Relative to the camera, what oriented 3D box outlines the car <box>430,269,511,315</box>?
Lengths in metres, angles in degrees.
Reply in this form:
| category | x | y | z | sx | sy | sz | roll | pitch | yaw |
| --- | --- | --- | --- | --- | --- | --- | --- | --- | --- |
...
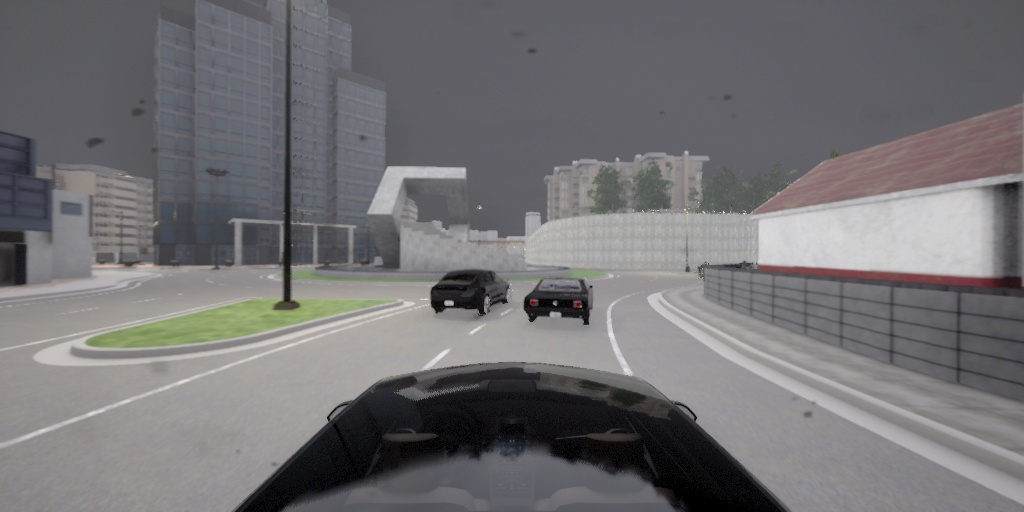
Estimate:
| category | x | y | z | sx | sy | sz | roll | pitch | yaw |
| --- | --- | --- | --- | --- | --- | --- | --- | --- | --- |
| car | -1.374 | 1.236 | 13.594 | 1.837 | 1.490 | 4.892 | 0 | 0 | 14 |

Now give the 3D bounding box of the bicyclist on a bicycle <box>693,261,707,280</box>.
| category | x | y | z | sx | sy | sz | roll | pitch | yaw |
| --- | --- | --- | --- | --- | --- | --- | --- | --- | --- |
| bicyclist on a bicycle | 16.738 | 1.274 | 31.377 | 1.656 | 1.620 | 0.582 | 1 | 0 | 5 |

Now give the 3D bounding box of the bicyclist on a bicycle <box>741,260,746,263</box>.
| category | x | y | z | sx | sy | sz | roll | pitch | yaw |
| --- | --- | --- | --- | --- | --- | --- | --- | --- | --- |
| bicyclist on a bicycle | 17.956 | 1.136 | 27.906 | 1.656 | 1.620 | 0.582 | 1 | 0 | -22 |

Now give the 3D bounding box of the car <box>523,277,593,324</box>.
| category | x | y | z | sx | sy | sz | roll | pitch | yaw |
| --- | --- | --- | --- | --- | --- | --- | --- | --- | --- |
| car | 1.764 | 1.352 | 12.134 | 1.895 | 1.301 | 4.718 | 0 | 0 | 14 |
